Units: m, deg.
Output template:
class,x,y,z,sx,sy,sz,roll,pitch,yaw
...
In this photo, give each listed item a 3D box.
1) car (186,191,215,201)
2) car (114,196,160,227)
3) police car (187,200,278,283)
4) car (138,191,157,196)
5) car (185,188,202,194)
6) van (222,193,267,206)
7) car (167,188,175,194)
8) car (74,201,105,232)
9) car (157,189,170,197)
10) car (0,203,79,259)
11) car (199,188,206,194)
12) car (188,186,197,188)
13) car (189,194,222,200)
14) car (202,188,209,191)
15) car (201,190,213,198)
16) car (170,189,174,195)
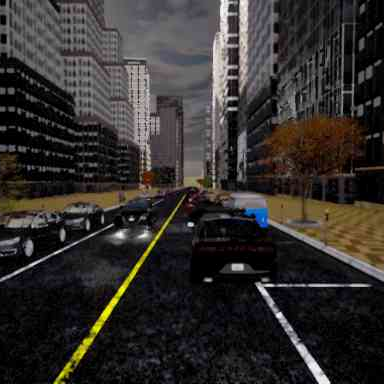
class,x,y,z,sx,sy,sz,roll,pitch,yaw
car,0.775,0.950,25.088,1.882,1.535,5.008,0,1,3
car,-3.088,1.160,18.985,1.994,1.385,4.181,0,1,0
police car,0.905,1.228,9.162,1.930,1.638,5.238,0,1,0
car,-5.682,0.724,39.426,2.008,1.369,4.403,-1,1,0
car,0.056,0.526,46.812,1.837,1.490,4.892,0,1,1
van,2.683,0.981,16.924,1.690,1.788,3.998,-1,1,0
car,-5.656,-0.264,90.041,1.802,1.307,4.206,-1,1,0
car,-5.693,1.190,16.931,2.008,1.369,4.403,-1,1,0
car,-5.673,0.156,61.919,1.967,1.590,4.097,-1,1,0
car,-5.695,1.308,11.308,2.008,1.369,4.403,-1,1,0
car,2.723,-0.323,90.206,1.752,1.417,4.829,-1,1,0
car,0.031,-0.040,60.822,2.150,2.045,5.566,0,1,0
car,0.911,1.101,19.052,1.837,1.490,4.892,0,1,0
car,2.704,0.466,50.841,1.752,1.417,4.829,-1,1,0
car,2.710,0.282,61.918,1.947,1.339,4.313,-1,1,0
car,-5.662,-0.078,78.793,1.887,1.381,4.507,-1,1,0
